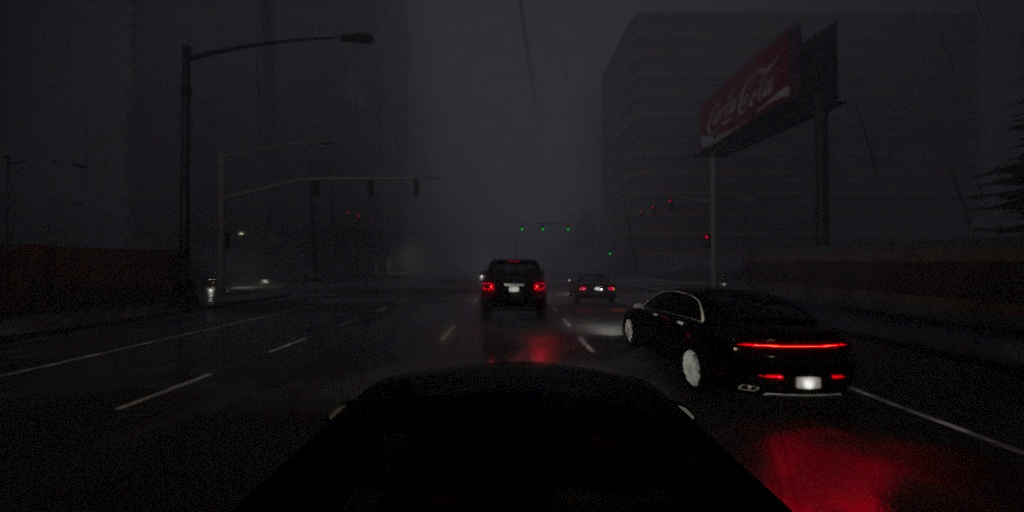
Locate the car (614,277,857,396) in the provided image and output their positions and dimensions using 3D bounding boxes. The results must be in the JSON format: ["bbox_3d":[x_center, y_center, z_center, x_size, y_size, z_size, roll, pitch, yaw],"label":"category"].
[{"bbox_3d":[3.600,1.322,6.777,1.837,1.490,4.892,0,-1,0],"label":"car"}]

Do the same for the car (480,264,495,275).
[{"bbox_3d":[-3.554,1.945,52.414,1.812,1.442,4.674,0,-1,0],"label":"car"}]

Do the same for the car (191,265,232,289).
[{"bbox_3d":[-23.213,1.572,25.765,4.892,1.490,1.837,0,-1,0],"label":"car"}]

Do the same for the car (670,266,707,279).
[{"bbox_3d":[18.634,1.737,36.688,4.674,1.442,1.812,0,-1,0],"label":"car"}]

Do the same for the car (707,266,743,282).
[{"bbox_3d":[21.316,1.643,33.204,5.008,1.535,1.882,0,-1,0],"label":"car"}]

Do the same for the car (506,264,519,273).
[{"bbox_3d":[0.092,2.084,60.075,1.994,1.385,4.181,0,-1,0],"label":"car"}]

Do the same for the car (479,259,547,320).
[{"bbox_3d":[0.076,1.128,13.485,2.150,2.045,5.566,0,-1,0],"label":"car"}]

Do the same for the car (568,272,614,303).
[{"bbox_3d":[3.945,1.515,18.146,2.033,1.411,5.357,0,-1,5],"label":"car"}]

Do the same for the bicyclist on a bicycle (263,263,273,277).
[{"bbox_3d":[-28.006,1.572,41.221,0.582,1.620,1.656,0,0,0],"label":"bicyclist on a bicycle"}]

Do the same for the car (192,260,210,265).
[{"bbox_3d":[-26.173,1.335,29.249,5.566,2.045,2.150,0,-1,-1],"label":"car"}]
